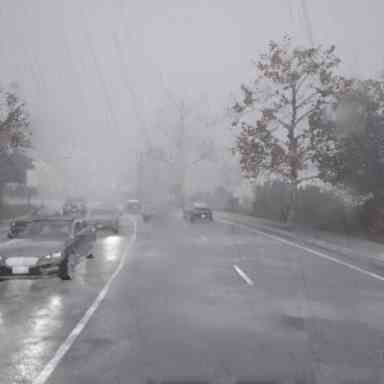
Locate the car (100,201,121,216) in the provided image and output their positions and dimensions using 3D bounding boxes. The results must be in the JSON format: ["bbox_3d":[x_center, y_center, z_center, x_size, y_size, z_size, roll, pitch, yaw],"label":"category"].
[{"bbox_3d":[-8.938,1.754,36.303,2.033,1.411,5.357,0,0,-16],"label":"car"}]

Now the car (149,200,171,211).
[{"bbox_3d":[-4.367,1.756,44.805,1.994,1.385,4.181,0,0,-19],"label":"car"}]

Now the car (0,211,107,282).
[{"bbox_3d":[-4.169,1.544,10.099,2.128,1.511,4.902,0,0,-5],"label":"car"}]

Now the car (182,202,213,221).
[{"bbox_3d":[0.380,1.607,28.053,1.837,1.490,4.892,0,0,-12],"label":"car"}]

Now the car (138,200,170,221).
[{"bbox_3d":[-3.285,1.692,28.365,1.994,1.385,4.181,0,0,-12],"label":"car"}]

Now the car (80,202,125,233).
[{"bbox_3d":[-5.369,1.614,20.465,1.837,1.490,4.892,0,0,-9],"label":"car"}]

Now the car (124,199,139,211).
[{"bbox_3d":[-8.053,1.706,44.769,1.882,1.535,5.008,0,0,-19],"label":"car"}]

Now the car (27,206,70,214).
[{"bbox_3d":[-8.721,1.725,19.219,1.895,1.301,4.718,0,0,-9],"label":"car"}]

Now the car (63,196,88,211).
[{"bbox_3d":[-12.229,1.457,35.068,2.150,2.045,5.566,0,-1,-16],"label":"car"}]
